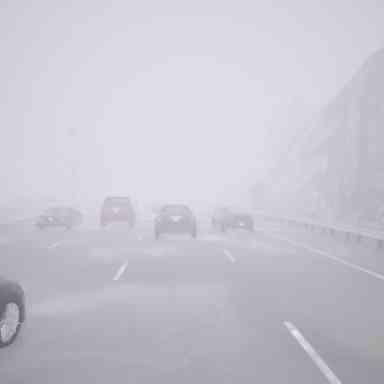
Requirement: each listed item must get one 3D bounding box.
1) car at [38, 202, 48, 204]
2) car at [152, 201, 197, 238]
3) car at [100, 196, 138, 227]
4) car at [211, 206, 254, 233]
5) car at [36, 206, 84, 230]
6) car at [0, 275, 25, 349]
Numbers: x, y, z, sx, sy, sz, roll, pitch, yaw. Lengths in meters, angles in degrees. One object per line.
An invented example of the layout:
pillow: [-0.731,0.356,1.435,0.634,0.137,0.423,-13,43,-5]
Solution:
car: [-24.798,1.698,56.970,2.033,1.411,5.357,0,0,-9]
car: [-0.976,1.385,18.241,2.097,1.767,4.553,0,0,-5]
car: [-5.062,1.272,23.349,2.150,2.045,5.566,0,0,-7]
car: [2.365,1.554,19.977,1.812,1.442,4.674,0,0,-6]
car: [-8.324,1.602,21.378,2.033,1.411,5.357,0,0,-7]
car: [-3.535,1.519,3.377,1.837,1.490,4.892,0,0,-1]
